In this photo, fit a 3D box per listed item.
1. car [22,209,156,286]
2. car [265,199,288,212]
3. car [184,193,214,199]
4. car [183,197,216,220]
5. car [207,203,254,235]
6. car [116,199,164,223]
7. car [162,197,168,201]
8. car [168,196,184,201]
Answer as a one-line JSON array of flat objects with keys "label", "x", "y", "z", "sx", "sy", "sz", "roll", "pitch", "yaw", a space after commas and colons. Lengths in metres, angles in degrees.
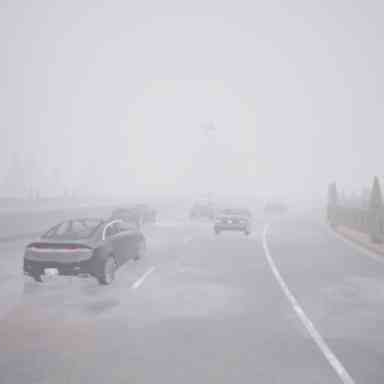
[{"label": "car", "x": -2.691, "y": 1.465, "z": 9.423, "sx": 2.128, "sy": 1.511, "sz": 4.902, "roll": 0, "pitch": 0, "yaw": 6}, {"label": "car", "x": 9.707, "y": 1.482, "z": 38.140, "sx": 1.812, "sy": 1.442, "sz": 4.674, "roll": 0, "pitch": 0, "yaw": 27}, {"label": "car", "x": 1.601, "y": 1.191, "z": 52.386, "sx": 2.150, "sy": 2.045, "sz": 5.566, "roll": 0, "pitch": 0, "yaw": 33}, {"label": "car", "x": 1.257, "y": 1.454, "z": 27.086, "sx": 2.128, "sy": 1.511, "sz": 4.902, "roll": 0, "pitch": 0, "yaw": 18}, {"label": "car", "x": 2.468, "y": 1.521, "z": 18.901, "sx": 2.033, "sy": 1.411, "sz": 5.357, "roll": 0, "pitch": 0, "yaw": 14}, {"label": "car", "x": -3.755, "y": 1.462, "z": 22.512, "sx": 1.837, "sy": 1.490, "sz": 4.892, "roll": 0, "pitch": 0, "yaw": 14}, {"label": "car", "x": -4.012, "y": 1.544, "z": 56.578, "sx": 1.994, "sy": 1.385, "sz": 4.181, "roll": 0, "pitch": 0, "yaw": 33}, {"label": "car", "x": -1.164, "y": 1.466, "z": 54.535, "sx": 2.128, "sy": 1.511, "sz": 4.902, "roll": 0, "pitch": 0, "yaw": 33}]
